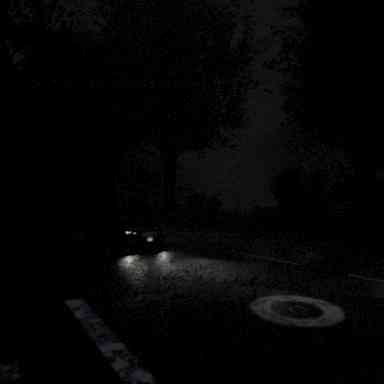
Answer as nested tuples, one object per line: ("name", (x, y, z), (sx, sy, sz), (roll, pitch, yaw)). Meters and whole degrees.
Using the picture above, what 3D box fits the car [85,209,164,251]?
("car", (-3.034, 1.502, 14.283), (2.128, 1.511, 4.902), (1, -1, -38))
